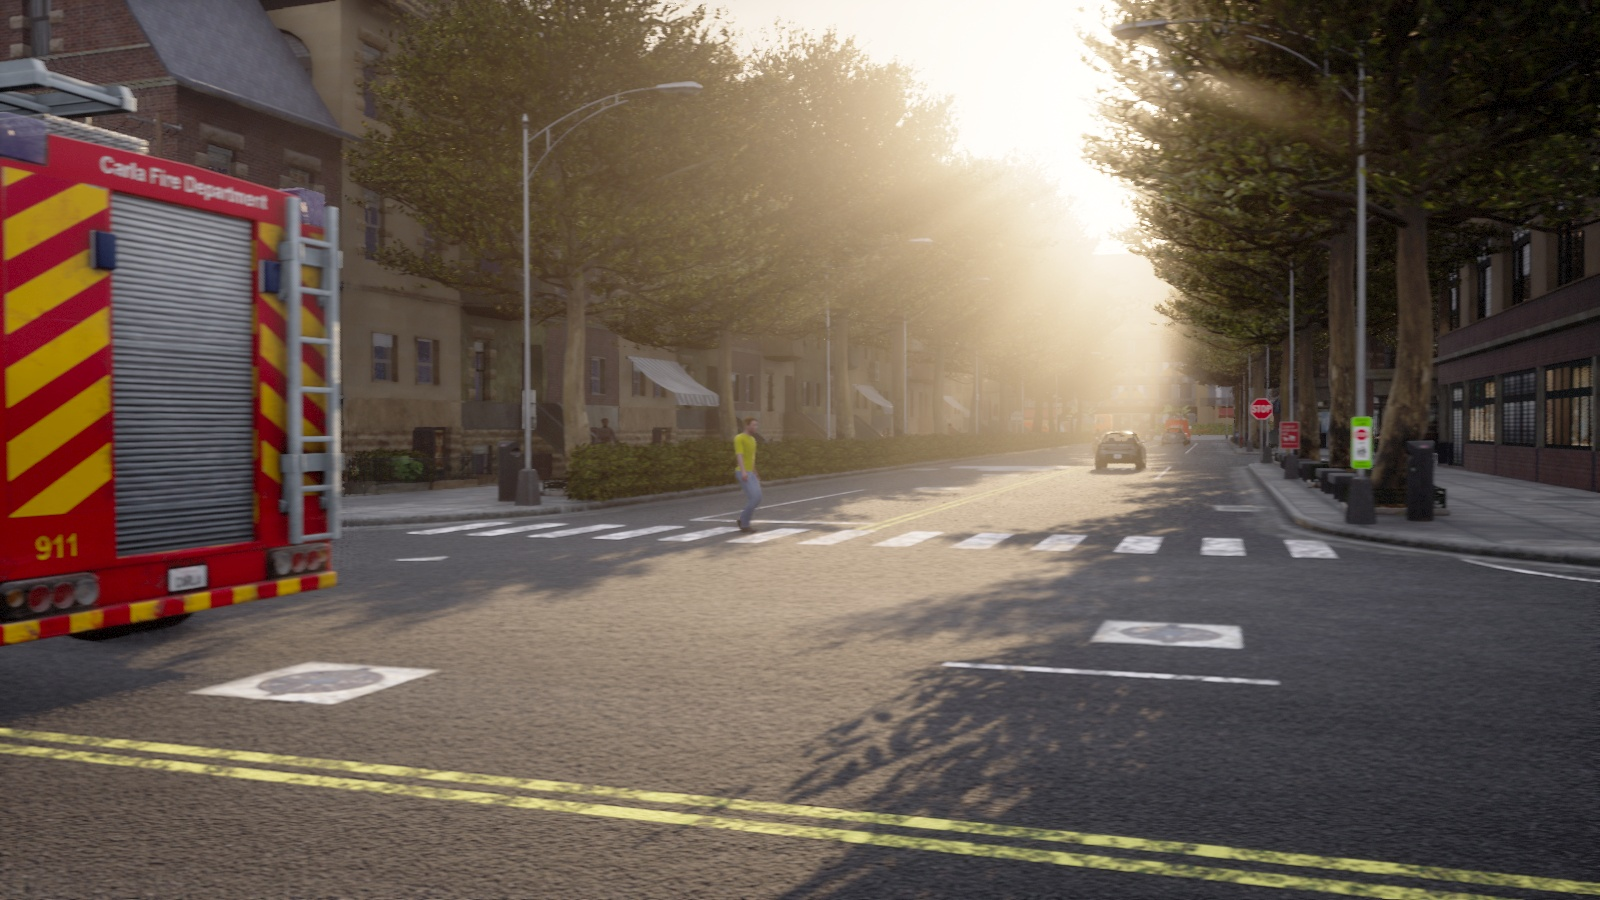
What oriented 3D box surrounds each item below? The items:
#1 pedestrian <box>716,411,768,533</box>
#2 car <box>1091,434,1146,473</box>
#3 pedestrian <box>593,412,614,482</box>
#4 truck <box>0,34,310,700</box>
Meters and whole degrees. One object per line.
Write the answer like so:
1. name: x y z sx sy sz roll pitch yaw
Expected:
1. pedestrian: -0.892 0.322 19.229 0.706 1.836 0.354 1 1 22
2. car: 12.502 0.100 49.162 1.816 1.474 4.193 1 1 18
3. pedestrian: -5.233 -0.073 33.477 0.331 1.846 0.634 0 1 13
4. truck: -8.251 -0.524 9.645 8.468 3.827 2.891 1 1 19
